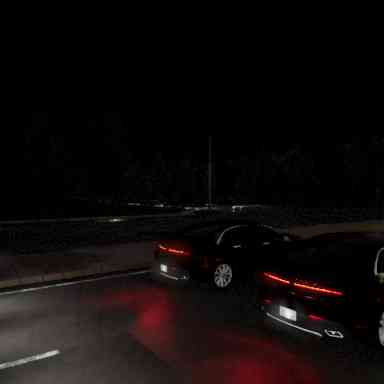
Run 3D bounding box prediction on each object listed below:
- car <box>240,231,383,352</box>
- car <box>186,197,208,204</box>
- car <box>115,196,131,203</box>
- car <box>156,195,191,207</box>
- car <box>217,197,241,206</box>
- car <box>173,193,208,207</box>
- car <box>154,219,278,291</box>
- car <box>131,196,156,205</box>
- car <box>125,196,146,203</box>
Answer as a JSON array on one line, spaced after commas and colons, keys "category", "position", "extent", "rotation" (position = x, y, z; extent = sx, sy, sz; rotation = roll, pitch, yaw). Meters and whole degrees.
[{"category": "car", "position": [3.367, 1.505, 6.199], "extent": [4.892, 1.490, 1.837], "rotation": [0, 0, -35]}, {"category": "car", "position": [0.910, 1.601, 63.065], "extent": [1.895, 1.301, 4.718], "rotation": [0, 0, -35]}, {"category": "car", "position": [-14.131, 1.491, 66.311], "extent": [2.128, 1.511, 4.902], "rotation": [0, 0, -35]}, {"category": "car", "position": [-2.869, 1.547, 50.104], "extent": [2.033, 1.411, 5.357], "rotation": [0, 0, -35]}, {"category": "car", "position": [6.124, 1.526, 55.603], "extent": [1.812, 1.442, 4.674], "rotation": [0, 0, -35]}, {"category": "car", "position": [-0.105, 1.221, 52.242], "extent": [2.150, 2.045, 5.566], "rotation": [0, 0, -36]}, {"category": "car", "position": [1.335, 1.505, 9.048], "extent": [4.892, 1.490, 1.837], "rotation": [0, 0, -35]}, {"category": "car", "position": [-8.360, 1.601, 57.968], "extent": [1.895, 1.301, 4.718], "rotation": [0, 0, -35]}, {"category": "car", "position": [-11.764, 1.540, 69.062], "extent": [2.033, 1.411, 5.357], "rotation": [0, 0, -35]}]
